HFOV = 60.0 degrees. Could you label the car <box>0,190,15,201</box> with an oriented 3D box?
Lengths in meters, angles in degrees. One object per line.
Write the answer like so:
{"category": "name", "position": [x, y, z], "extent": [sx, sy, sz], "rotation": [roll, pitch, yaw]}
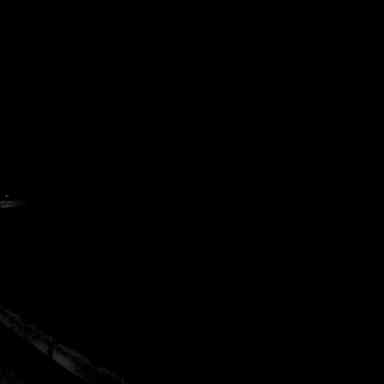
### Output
{"category": "car", "position": [-30.673, 0.536, 54.483], "extent": [2.097, 1.767, 4.553], "rotation": [-1, 2, -16]}

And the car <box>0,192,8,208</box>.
{"category": "car", "position": [-22.305, 1.088, 36.344], "extent": [2.128, 1.511, 4.902], "rotation": [-1, 1, -14]}
